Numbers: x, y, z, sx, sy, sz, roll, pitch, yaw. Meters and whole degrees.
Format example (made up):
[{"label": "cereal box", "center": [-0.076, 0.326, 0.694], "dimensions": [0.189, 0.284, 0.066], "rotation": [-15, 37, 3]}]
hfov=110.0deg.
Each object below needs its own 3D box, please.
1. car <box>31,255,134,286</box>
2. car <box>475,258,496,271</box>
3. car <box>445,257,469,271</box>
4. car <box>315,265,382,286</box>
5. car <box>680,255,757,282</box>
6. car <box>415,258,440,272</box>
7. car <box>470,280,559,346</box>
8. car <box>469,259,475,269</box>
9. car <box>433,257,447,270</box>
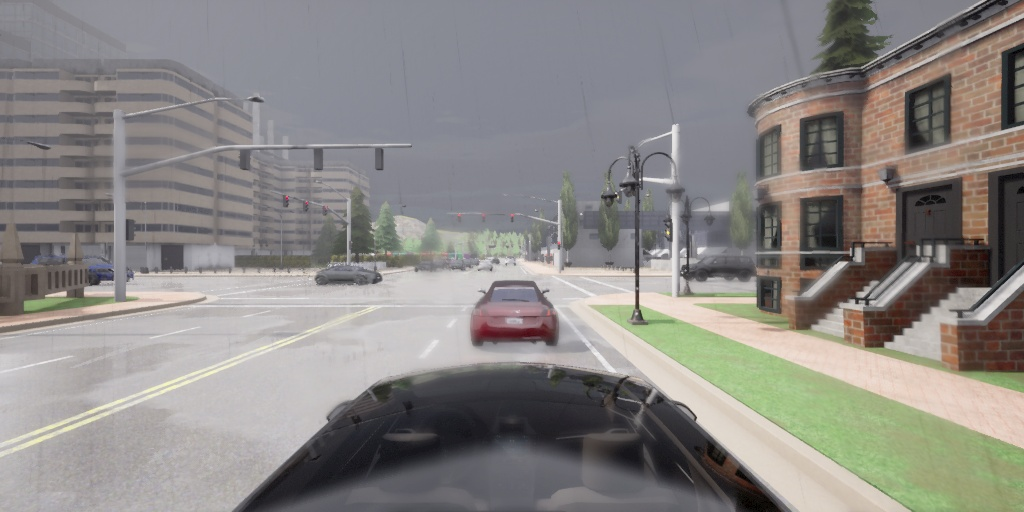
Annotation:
[{"label": "car", "center": [-29.490, 0.971, 24.574], "dimensions": [5.566, 2.045, 2.150], "rotation": [0, 0, 0]}, {"label": "car", "center": [-3.579, 1.275, 49.410], "dimensions": [1.812, 1.442, 4.674], "rotation": [0, 0, 0]}, {"label": "car", "center": [-7.272, 1.255, 48.128], "dimensions": [1.837, 1.490, 4.892], "rotation": [0, 0, 0]}, {"label": "car", "center": [-11.132, 1.314, 24.532], "dimensions": [4.181, 1.385, 1.994], "rotation": [0, 0, 1]}, {"label": "car", "center": [16.085, 0.971, 28.106], "dimensions": [5.566, 2.045, 2.150], "rotation": [0, 0, -1]}, {"label": "car", "center": [-10.766, 1.314, 45.074], "dimensions": [1.994, 1.385, 4.181], "rotation": [0, 0, 0]}, {"label": "car", "center": [0.056, 1.314, 9.396], "dimensions": [1.994, 1.385, 4.181], "rotation": [0, 0, 0]}, {"label": "car", "center": [-7.304, 1.255, 57.491], "dimensions": [1.837, 1.490, 4.892], "rotation": [0, 0, 0]}, {"label": "car", "center": [-10.797, 1.255, 53.728], "dimensions": [1.837, 1.490, 4.892], "rotation": [0, 0, 0]}]
